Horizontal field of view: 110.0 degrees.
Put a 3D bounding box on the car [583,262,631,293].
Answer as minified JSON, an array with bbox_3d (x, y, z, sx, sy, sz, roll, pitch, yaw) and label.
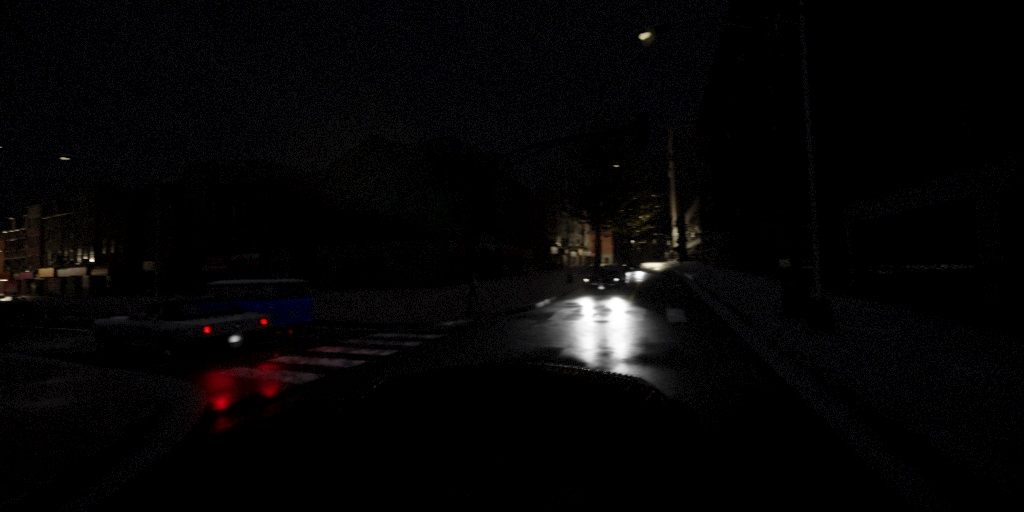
[{"bbox_3d":[5.152,1.222,19.527,1.895,1.301,4.718,-3,0,22],"label":"car"}]

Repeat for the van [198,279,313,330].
[{"bbox_3d":[-8.652,1.672,12.080,3.998,1.789,1.690,0,0,22],"label":"van"}]

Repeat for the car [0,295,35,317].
[{"bbox_3d":[-28.904,2.870,20.273,4.207,1.307,1.802,0,0,22],"label":"car"}]

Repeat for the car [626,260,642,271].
[{"bbox_3d":[13.919,1.059,41.296,1.895,1.301,4.718,-3,-1,22],"label":"car"}]

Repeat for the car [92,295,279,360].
[{"bbox_3d":[-8.891,1.846,9.637,4.718,1.301,1.895,-3,-2,21],"label":"car"}]
